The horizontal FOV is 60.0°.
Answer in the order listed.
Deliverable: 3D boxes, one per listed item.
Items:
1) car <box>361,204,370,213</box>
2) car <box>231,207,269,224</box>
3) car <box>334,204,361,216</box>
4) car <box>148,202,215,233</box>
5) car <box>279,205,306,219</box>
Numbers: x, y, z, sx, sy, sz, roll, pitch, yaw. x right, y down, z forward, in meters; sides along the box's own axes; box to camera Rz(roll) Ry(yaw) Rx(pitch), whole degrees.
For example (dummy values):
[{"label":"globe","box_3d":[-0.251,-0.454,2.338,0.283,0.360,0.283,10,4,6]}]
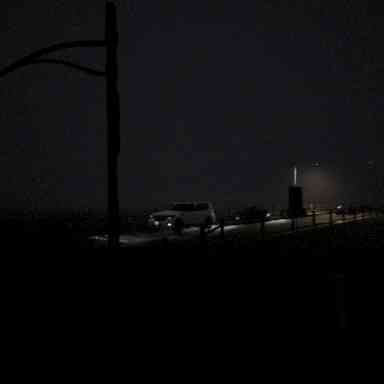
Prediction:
[{"label":"car","box_3d":[26.936,2.589,52.260,1.812,1.442,4.674,-1,-2,39]},{"label":"car","box_3d":[5.571,2.140,31.483,2.128,1.511,4.902,-1,-2,39]},{"label":"car","box_3d":[20.387,2.441,44.101,2.033,1.411,5.357,-1,-2,38]},{"label":"car","box_3d":[-0.584,1.718,23.803,2.150,2.045,5.566,-1,-2,39]},{"label":"car","box_3d":[11.951,2.301,39.445,2.128,1.511,4.902,-1,-2,39]}]
